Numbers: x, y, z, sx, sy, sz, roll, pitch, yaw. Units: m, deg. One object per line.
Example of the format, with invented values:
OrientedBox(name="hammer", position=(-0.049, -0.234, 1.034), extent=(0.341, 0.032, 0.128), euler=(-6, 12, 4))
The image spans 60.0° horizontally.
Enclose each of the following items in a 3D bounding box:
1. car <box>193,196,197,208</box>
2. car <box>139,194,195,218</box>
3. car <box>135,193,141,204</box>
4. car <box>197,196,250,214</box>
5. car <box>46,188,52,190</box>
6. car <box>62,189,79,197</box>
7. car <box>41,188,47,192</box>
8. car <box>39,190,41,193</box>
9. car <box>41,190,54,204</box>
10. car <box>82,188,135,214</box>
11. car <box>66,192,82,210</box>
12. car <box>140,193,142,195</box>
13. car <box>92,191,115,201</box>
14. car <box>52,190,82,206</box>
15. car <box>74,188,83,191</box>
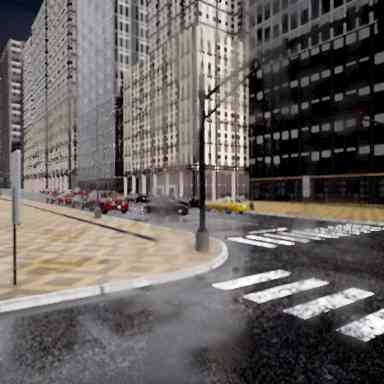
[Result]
OrientedBox(name="car", position=(-0.418, 1.021, 33.018), extent=(1.947, 1.339, 4.313), euler=(1, 1, -36))
OrientedBox(name="car", position=(-2.028, 1.147, 25.552), extent=(1.994, 1.385, 4.181), euler=(0, 1, -36))
OrientedBox(name="car", position=(-7.047, 0.811, 42.095), extent=(1.947, 1.339, 4.313), euler=(1, 1, -36))
OrientedBox(name="car", position=(2.866, 1.082, 28.672), extent=(1.752, 1.417, 4.829), euler=(1, 1, -36))
OrientedBox(name="car", position=(-30.245, 0.060, 73.863), extent=(1.887, 1.381, 4.507), euler=(1, 1, -36))
OrientedBox(name="car", position=(-23.717, 0.245, 64.924), extent=(1.752, 1.417, 4.829), euler=(1, 1, -36))
OrientedBox(name="car", position=(-33.558, -0.148, 78.401), extent=(1.967, 1.590, 4.097), euler=(1, 1, -36))
OrientedBox(name="car", position=(-36.871, -0.252, 82.939), extent=(1.967, 1.590, 4.097), euler=(1, 1, -36))
OrientedBox(name="car", position=(-17.122, 0.769, 41.683), extent=(1.802, 1.307, 4.206), euler=(1, 0, -36))
OrientedBox(name="car", position=(-7.175, 0.817, 28.068), extent=(2.192, 1.841, 5.009), euler=(1, 0, -36))
OrientedBox(name="car", position=(-10.494, 0.962, 32.608), extent=(1.947, 1.339, 4.313), euler=(1, 0, -36))
OrientedBox(name="car", position=(-3.732, 0.932, 37.556), extent=(1.802, 1.307, 4.206), euler=(1, 1, -36))
OrientedBox(name="car", position=(-13.674, 0.602, 51.172), extent=(1.947, 1.339, 4.313), euler=(1, 1, -36))
OrientedBox(name="car", position=(-13.807, 0.836, 37.145), extent=(1.887, 1.381, 4.507), euler=(1, 0, -36))
OrientedBox(name="car", position=(-20.298, 0.142, 60.246), extent=(2.192, 1.841, 5.009), euler=(1, 1, -36))
